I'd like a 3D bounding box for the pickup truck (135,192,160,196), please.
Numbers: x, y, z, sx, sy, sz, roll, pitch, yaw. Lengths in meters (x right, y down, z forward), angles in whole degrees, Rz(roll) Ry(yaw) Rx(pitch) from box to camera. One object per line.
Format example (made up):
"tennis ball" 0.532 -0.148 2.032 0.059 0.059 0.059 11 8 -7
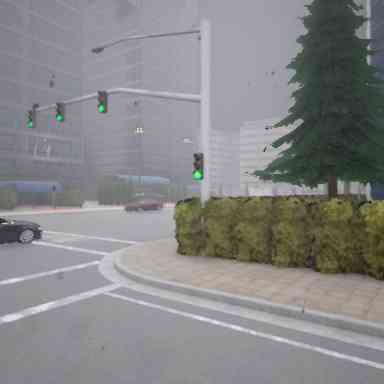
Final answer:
"pickup truck" -7.440 1.052 56.048 6.274 2.098 2.390 0 0 -24

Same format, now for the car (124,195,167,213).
"car" -5.218 1.473 36.594 1.882 1.535 5.008 0 0 35

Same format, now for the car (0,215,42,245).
"car" -8.551 1.539 13.376 1.837 1.490 4.892 0 0 35
